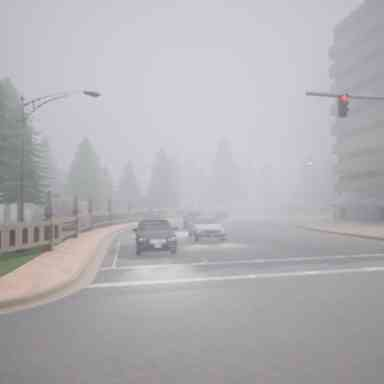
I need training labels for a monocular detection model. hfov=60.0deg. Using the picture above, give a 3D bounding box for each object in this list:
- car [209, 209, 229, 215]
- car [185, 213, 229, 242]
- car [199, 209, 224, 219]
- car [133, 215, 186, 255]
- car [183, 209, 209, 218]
[{"bbox_3d":[3.489,3.111,45.381,1.882,1.535,5.008,-2,-2,24],"label":"car"},{"bbox_3d":[0.878,2.303,21.535,1.812,1.442,4.674,0,-2,-8],"label":"car"},{"bbox_3d":[3.157,3.400,52.252,1.837,1.490,4.892,-2,-3,32],"label":"car"},{"bbox_3d":[-1.839,2.115,16.481,2.128,1.511,4.902,0,-2,-9],"label":"car"},{"bbox_3d":[0.268,2.659,31.789,2.128,1.511,4.902,-1,-2,4],"label":"car"}]
